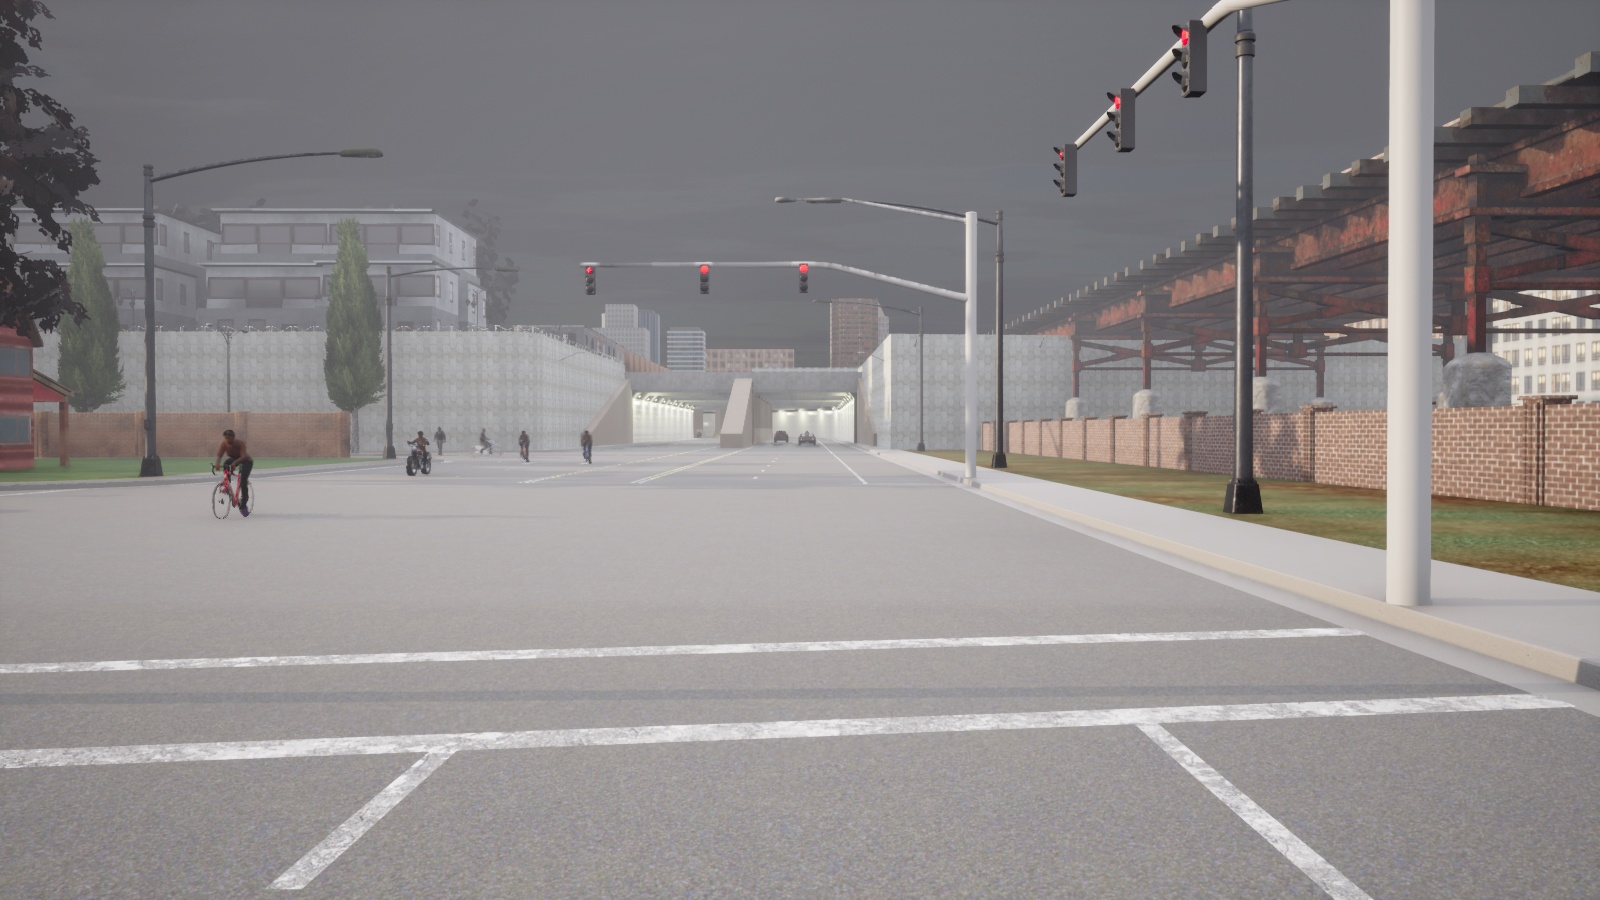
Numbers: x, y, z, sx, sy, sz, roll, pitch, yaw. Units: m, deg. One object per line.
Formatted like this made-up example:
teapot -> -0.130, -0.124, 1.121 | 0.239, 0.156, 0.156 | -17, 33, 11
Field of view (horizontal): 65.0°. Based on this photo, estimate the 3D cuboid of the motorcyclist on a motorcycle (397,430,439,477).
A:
motorcyclist on a motorcycle -> -13.734, 0.094, 45.241 | 0.766, 1.649, 2.350 | 0, 1, 0

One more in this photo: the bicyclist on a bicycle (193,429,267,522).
bicyclist on a bicycle -> -10.358, 0.434, 22.876 | 0.582, 1.620, 1.656 | 0, 1, 0

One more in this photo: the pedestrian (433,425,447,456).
pedestrian -> -22.053, -0.610, 76.981 | 0.563, 1.883, 0.849 | 0, 1, 6
